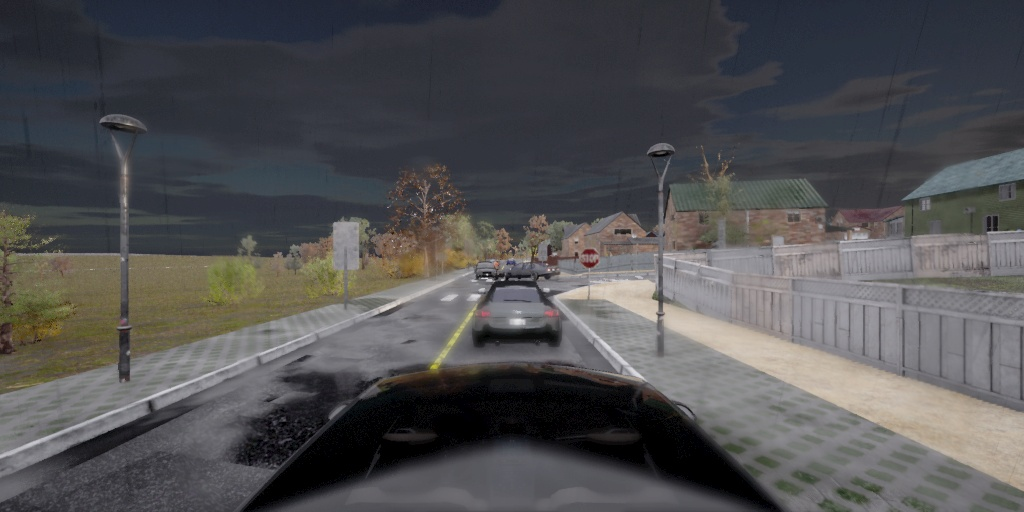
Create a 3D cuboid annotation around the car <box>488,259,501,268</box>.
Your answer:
[{"bbox_3d":[-2.995,1.256,61.065,1.882,1.535,5.008,0,0,0],"label":"car"}]

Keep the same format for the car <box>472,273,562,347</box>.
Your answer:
[{"bbox_3d":[0.082,1.313,9.292,1.994,1.385,4.181,0,0,-1],"label":"car"}]

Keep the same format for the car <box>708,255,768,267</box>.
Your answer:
[{"bbox_3d":[14.330,0.413,22.723,4.181,1.385,1.994,-3,0,16],"label":"car"}]

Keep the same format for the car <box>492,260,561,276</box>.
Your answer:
[{"bbox_3d":[1.264,1.198,28.310,5.357,1.411,2.033,-4,-3,43],"label":"car"}]

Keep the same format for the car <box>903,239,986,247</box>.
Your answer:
[{"bbox_3d":[23.838,-0.208,20.327,4.902,1.511,2.128,-3,0,14],"label":"car"}]

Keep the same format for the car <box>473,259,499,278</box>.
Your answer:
[{"bbox_3d":[-2.331,1.258,31.212,1.837,1.490,4.892,0,0,-8],"label":"car"}]

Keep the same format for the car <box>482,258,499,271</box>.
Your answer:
[{"bbox_3d":[-2.982,1.121,51.028,2.097,1.767,4.553,0,0,0],"label":"car"}]
